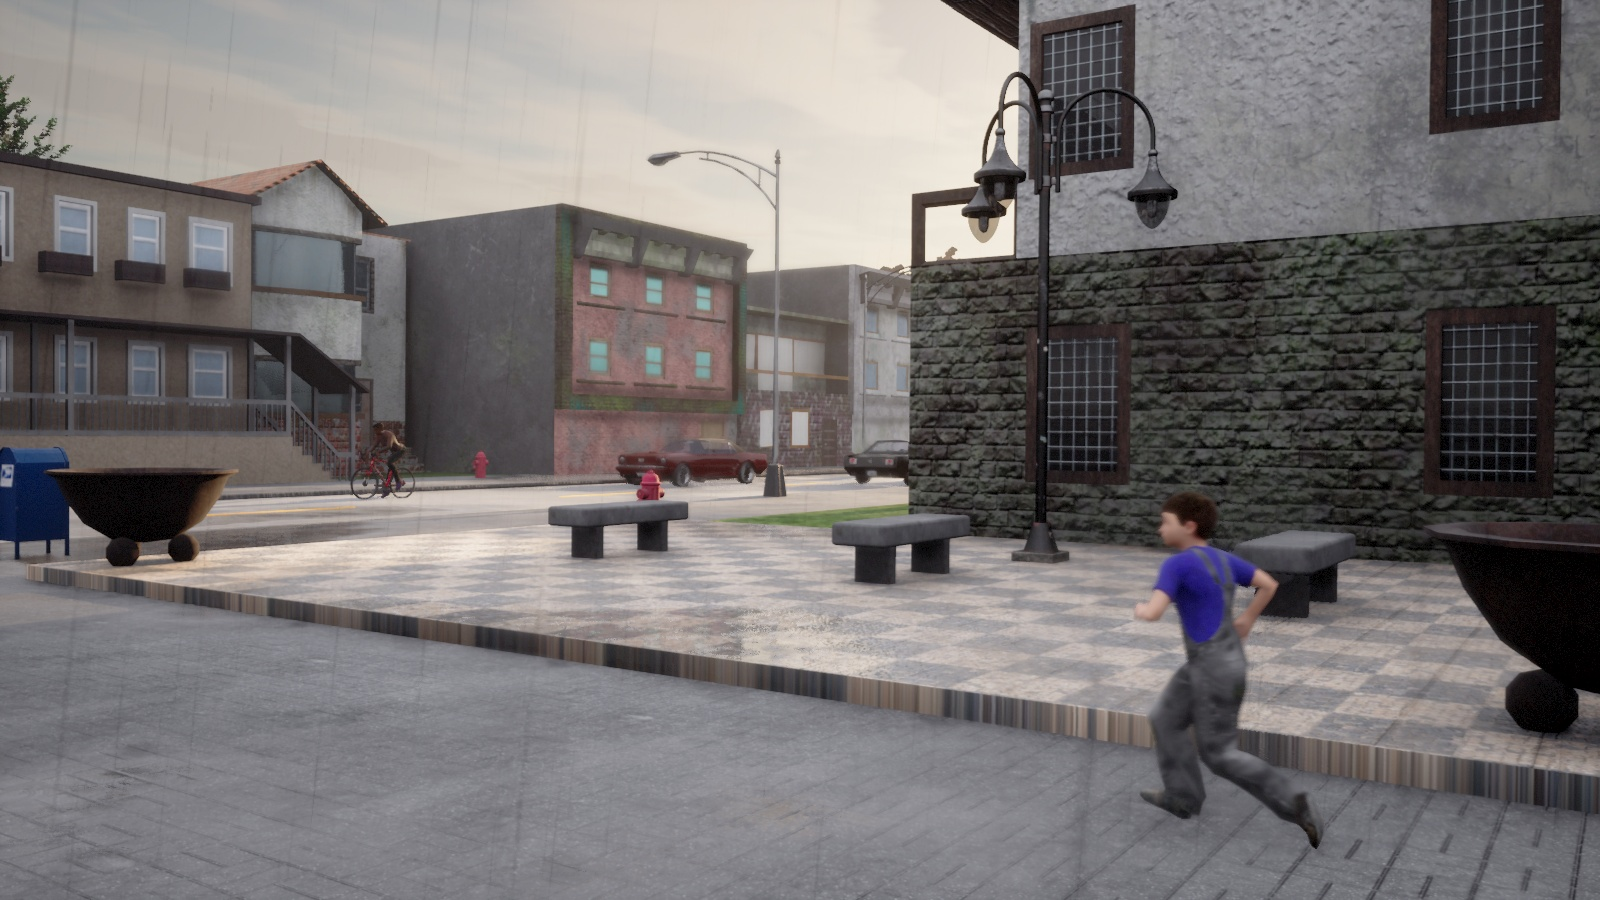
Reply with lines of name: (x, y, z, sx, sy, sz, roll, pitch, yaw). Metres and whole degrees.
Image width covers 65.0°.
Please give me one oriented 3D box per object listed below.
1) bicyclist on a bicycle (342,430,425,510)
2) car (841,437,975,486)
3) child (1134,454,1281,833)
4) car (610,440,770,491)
bicyclist on a bicycle: (-8.794, 0.409, 26.545, 0.582, 1.620, 1.656, 0, 0, 34)
car: (3.290, 0.299, 37.357, 1.895, 1.301, 4.718, 0, 1, 34)
child: (1.435, 0.648, 4.421, 0.437, 1.263, 0.270, 0, 1, 30)
car: (-2.995, 0.387, 35.166, 1.895, 1.301, 4.718, 0, 1, 34)
